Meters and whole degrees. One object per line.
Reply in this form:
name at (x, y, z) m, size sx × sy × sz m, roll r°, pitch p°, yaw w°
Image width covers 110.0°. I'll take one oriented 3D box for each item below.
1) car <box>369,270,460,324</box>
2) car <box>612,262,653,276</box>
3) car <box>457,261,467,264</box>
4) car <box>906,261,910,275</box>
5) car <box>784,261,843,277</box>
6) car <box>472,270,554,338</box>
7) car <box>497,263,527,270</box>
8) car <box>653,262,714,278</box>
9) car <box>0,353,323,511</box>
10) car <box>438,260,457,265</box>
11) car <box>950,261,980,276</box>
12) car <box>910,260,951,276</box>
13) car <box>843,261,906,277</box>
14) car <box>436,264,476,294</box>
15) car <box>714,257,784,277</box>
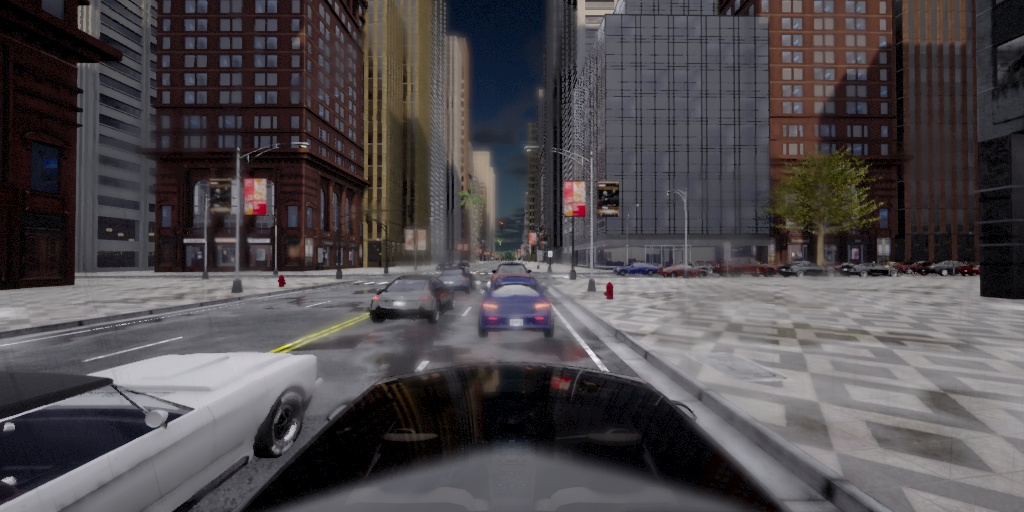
car at (-3.158, 1.327, 12.116) m, size 1.994 × 1.385 × 4.181 m, roll 0°, pitch 0°, yaw 0°
car at (13.022, 1.347, 37.897) m, size 4.674 × 1.442 × 1.812 m, roll 0°, pitch -1°, yaw 1°
car at (-9.860, 1.544, 63.137) m, size 2.128 × 1.511 × 4.902 m, roll 0°, pitch 0°, yaw 0°
car at (43.067, 1.215, 38.318) m, size 5.008 × 1.535 × 1.882 m, roll 0°, pitch -1°, yaw 0°
car at (26.571, 1.276, 32.333) m, size 4.313 × 1.339 × 1.948 m, roll 0°, pitch 0°, yaw -1°
car at (0.099, 1.284, 10.124) m, size 1.812 × 1.442 × 4.674 m, roll 0°, pitch 0°, yaw 0°
car at (-0.012, 1.135, 19.110) m, size 2.097 × 1.767 × 4.553 m, roll 0°, pitch 0°, yaw 0°
car at (15.295, 1.327, 32.150) m, size 4.207 × 1.307 × 1.802 m, roll 0°, pitch 0°, yaw -1°
car at (-3.154, 1.351, 2.081) m, size 1.895 × 1.301 × 4.718 m, roll 0°, pitch 0°, yaw 0°
car at (-9.877, 1.544, 52.852) m, size 1.994 × 1.385 × 4.181 m, roll 0°, pitch 0°, yaw 0°
car at (43.484, 1.214, 32.608) m, size 4.507 × 1.381 × 1.888 m, roll 0°, pitch 0°, yaw -1°
car at (42.776, 1.206, 35.222) m, size 4.892 × 1.490 × 1.837 m, roll 0°, pitch -1°, yaw -1°
car at (32.208, 1.260, 32.425) m, size 4.313 × 1.339 × 1.948 m, roll 0°, pitch 0°, yaw -1°
car at (-3.164, 1.353, 20.504) m, size 1.994 × 1.385 × 4.181 m, roll 0°, pitch 0°, yaw 0°
car at (20.934, 1.041, 32.242) m, size 5.009 × 1.841 × 2.192 m, roll 0°, pitch 0°, yaw -1°
